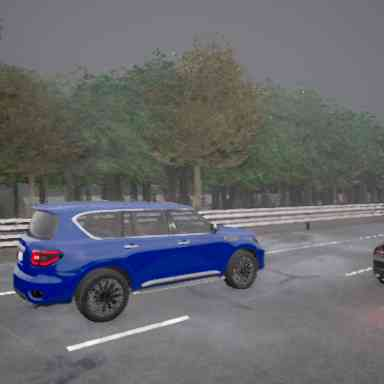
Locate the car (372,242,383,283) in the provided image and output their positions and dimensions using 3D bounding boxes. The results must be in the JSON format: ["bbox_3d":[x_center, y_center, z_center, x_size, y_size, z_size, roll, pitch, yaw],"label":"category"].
[{"bbox_3d":[6.383,1.509,8.298,4.892,1.490,1.837,0,0,-36],"label":"car"}]

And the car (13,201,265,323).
[{"bbox_3d":[-0.849,1.223,7.439,5.566,2.045,2.150,0,0,-36],"label":"car"}]
